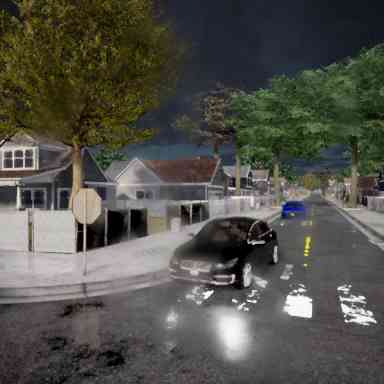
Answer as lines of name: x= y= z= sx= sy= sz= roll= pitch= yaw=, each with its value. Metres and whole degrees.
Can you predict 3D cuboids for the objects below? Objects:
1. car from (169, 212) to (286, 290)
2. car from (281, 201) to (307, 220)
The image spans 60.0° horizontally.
car: x=1.152 y=1.504 z=9.400 sx=1.837 sy=1.490 sz=4.892 roll=0 pitch=0 yaw=27
car: x=8.670 y=1.481 z=28.170 sx=1.882 sy=1.535 sz=5.008 roll=0 pitch=0 yaw=20
